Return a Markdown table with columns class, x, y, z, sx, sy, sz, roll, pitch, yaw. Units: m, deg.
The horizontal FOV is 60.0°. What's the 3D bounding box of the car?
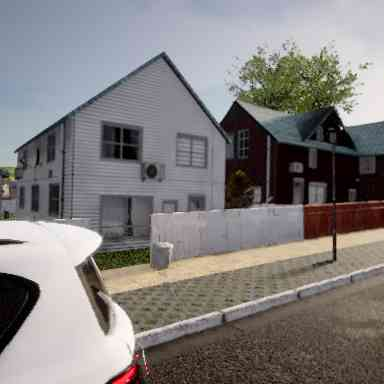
| class | x | y | z | sx | sy | sz | roll | pitch | yaw |
| --- | --- | --- | --- | --- | --- | --- | --- | --- | --- |
| car | -2.814 | 1.245 | 1.062 | 5.566 | 2.045 | 2.150 | -1 | 1 | -36 |
